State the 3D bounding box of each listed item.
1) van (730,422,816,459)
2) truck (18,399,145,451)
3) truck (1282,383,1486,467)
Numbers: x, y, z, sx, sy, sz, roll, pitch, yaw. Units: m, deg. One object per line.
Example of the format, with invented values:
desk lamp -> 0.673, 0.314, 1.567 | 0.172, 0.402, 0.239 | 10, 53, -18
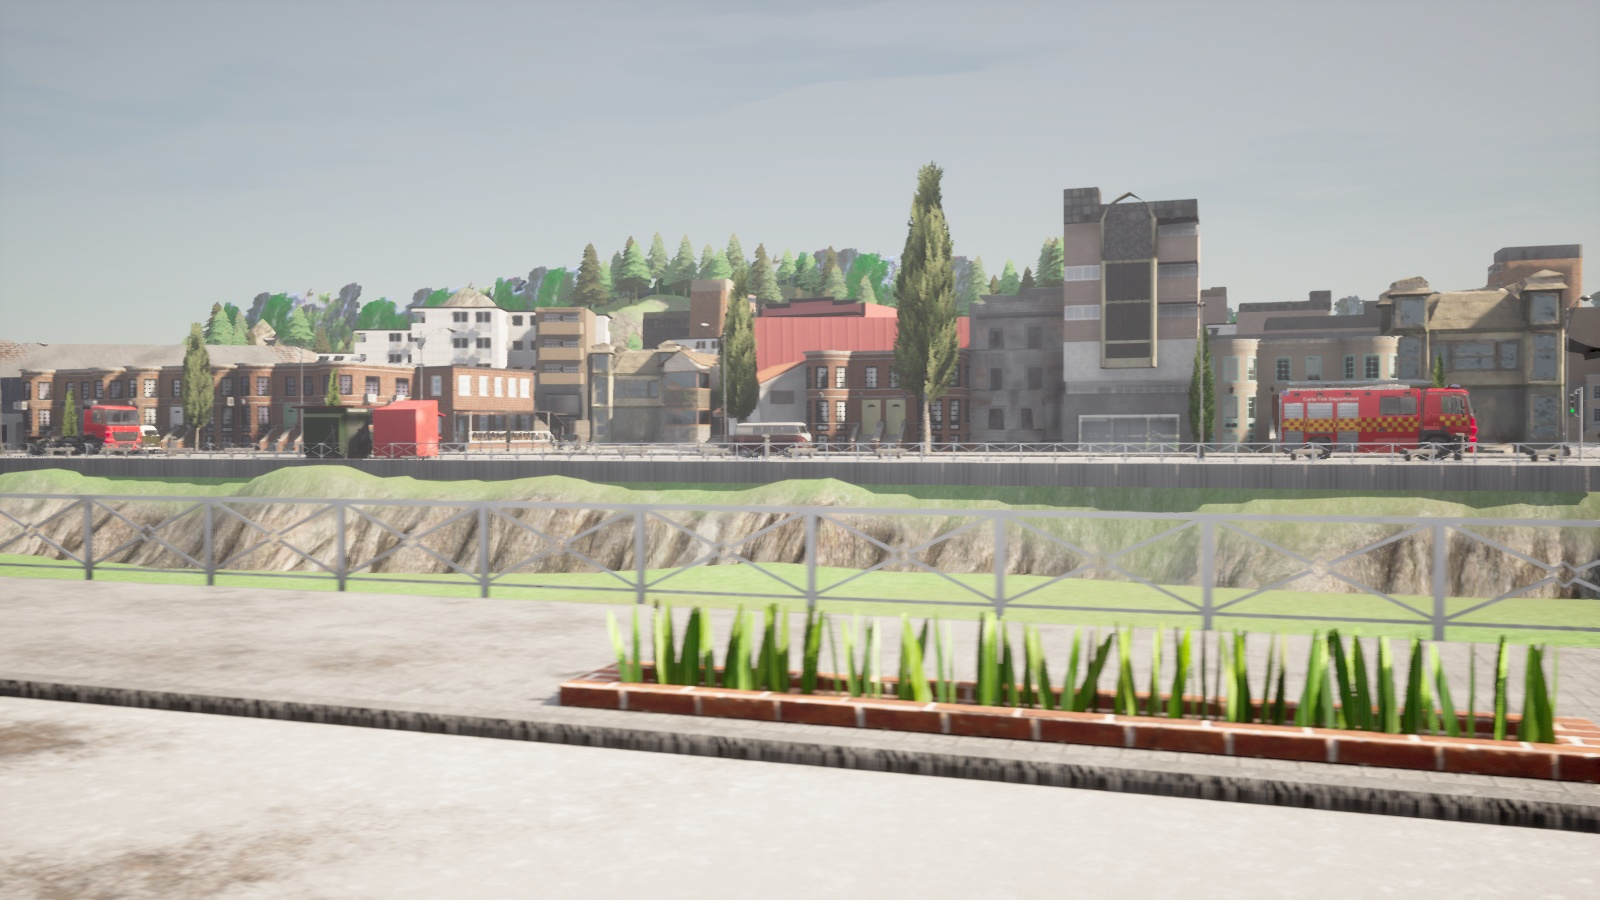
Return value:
van -> -1.482, -0.536, 69.322 | 4.442, 1.987, 1.775 | 1, 1, 19
truck -> -48.747, -1.703, 85.198 | 7.936, 3.462, 2.891 | 1, 1, 19
truck -> 27.475, -1.189, 59.576 | 8.468, 3.827, 2.891 | 1, 1, 19
